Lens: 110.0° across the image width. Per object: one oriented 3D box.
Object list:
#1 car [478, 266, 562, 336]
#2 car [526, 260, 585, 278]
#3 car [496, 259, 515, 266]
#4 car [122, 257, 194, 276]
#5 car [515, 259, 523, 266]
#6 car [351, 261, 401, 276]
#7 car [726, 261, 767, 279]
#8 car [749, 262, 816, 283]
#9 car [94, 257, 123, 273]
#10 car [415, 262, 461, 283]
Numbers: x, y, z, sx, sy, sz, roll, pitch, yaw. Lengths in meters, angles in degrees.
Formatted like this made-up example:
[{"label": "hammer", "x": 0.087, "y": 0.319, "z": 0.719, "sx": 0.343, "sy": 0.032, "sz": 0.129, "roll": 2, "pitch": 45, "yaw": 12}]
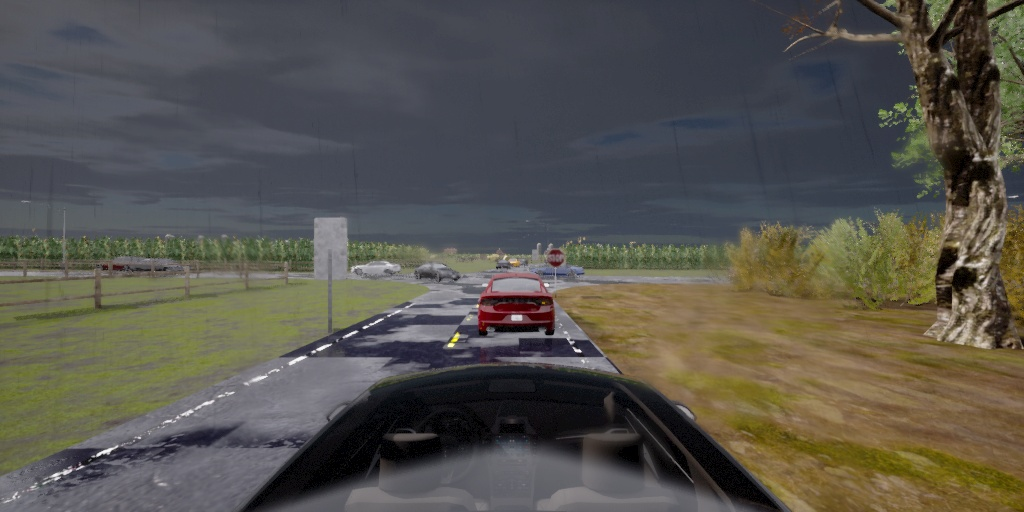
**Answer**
[{"label": "car", "x": 0.111, "y": 1.228, "z": 10.478, "sx": 1.882, "sy": 1.535, "sz": 5.008, "roll": 0, "pitch": 0, "yaw": 0}, {"label": "car", "x": 4.284, "y": 1.342, "z": 34.564, "sx": 5.357, "sy": 1.411, "sz": 2.033, "roll": 0, "pitch": 0, "yaw": 4}, {"label": "car", "x": -1.215, "y": 1.320, "z": 54.673, "sx": 2.033, "sy": 1.411, "sz": 5.357, "roll": 0, "pitch": 0, "yaw": 6}, {"label": "car", "x": -32.024, "y": 1.024, "z": 32.899, "sx": 4.902, "sy": 1.511, "sz": 2.128, "roll": 0, "pitch": 0, "yaw": 3}, {"label": "car", "x": 0.224, "y": 1.261, "z": 64.645, "sx": 1.882, "sy": 1.535, "sz": 5.008, "roll": 0, "pitch": 0, "yaw": 10}, {"label": "car", "x": -13.554, "y": 1.201, "z": 35.886, "sx": 4.674, "sy": 1.442, "sz": 1.812, "roll": 0, "pitch": 1, "yaw": -6}, {"label": "car", "x": 22.332, "y": 1.259, "z": 33.002, "sx": 4.553, "sy": 1.767, "sz": 2.097, "roll": 0, "pitch": 0, "yaw": 6}, {"label": "car", "x": 22.345, "y": 1.462, "z": 29.282, "sx": 4.181, "sy": 1.385, "sz": 1.994, "roll": 0, "pitch": 0, "yaw": 6}, {"label": "car", "x": -40.036, "y": 0.836, "z": 36.974, "sx": 4.553, "sy": 1.767, "sz": 2.097, "roll": 1, "pitch": 0, "yaw": 3}, {"label": "car", "x": -5.936, "y": 1.243, "z": 28.225, "sx": 4.674, "sy": 1.442, "sz": 1.812, "roll": 1, "pitch": 0, "yaw": 45}]
